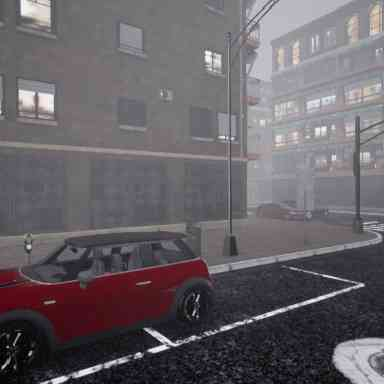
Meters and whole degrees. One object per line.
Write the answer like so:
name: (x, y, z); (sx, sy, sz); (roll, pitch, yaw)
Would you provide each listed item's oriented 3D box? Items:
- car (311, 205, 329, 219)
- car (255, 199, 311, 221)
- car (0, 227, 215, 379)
car: (8.918, 1.347, 27.726); (1.882, 1.535, 5.008); (-1, 1, -35)
car: (6.832, 1.473, 26.206); (1.802, 1.307, 4.206); (0, 0, -35)
car: (-1.662, 1.440, 5.432); (4.097, 1.590, 1.967); (0, 0, -35)
